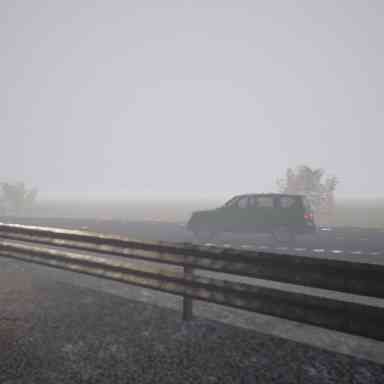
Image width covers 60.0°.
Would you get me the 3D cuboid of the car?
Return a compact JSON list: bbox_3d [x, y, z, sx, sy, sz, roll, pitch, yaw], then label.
[{"bbox_3d":[2.541,1.087,14.680,5.566,2.045,2.150,0,0,21],"label":"car"}]
